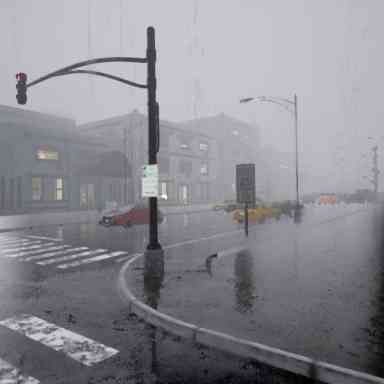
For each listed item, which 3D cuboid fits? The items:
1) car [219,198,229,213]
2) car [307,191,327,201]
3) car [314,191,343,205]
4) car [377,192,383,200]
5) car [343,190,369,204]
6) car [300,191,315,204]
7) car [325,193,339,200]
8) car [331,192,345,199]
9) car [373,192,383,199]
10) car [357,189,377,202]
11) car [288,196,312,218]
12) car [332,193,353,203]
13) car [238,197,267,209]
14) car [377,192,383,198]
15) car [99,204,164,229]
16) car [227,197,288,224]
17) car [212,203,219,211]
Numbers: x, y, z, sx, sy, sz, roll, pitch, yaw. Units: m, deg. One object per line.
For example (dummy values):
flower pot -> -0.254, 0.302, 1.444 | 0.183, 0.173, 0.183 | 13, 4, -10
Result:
car -> 4.850, 1.301, 32.275 | 1.994, 1.385, 4.181 | -1, 0, 36
car -> 23.549, 0.769, 62.419 | 2.192, 1.841, 5.009 | -1, 0, 36
car -> 19.246, 0.845, 46.662 | 2.097, 1.767, 4.553 | -1, 0, 35
car -> 33.579, 0.570, 61.968 | 2.192, 1.841, 5.009 | -1, 0, 36
car -> 22.874, 0.924, 46.469 | 1.837, 1.490, 4.892 | -1, 0, 36
car -> 16.339, 1.048, 47.937 | 2.128, 1.511, 4.902 | -1, 0, 36
car -> 30.056, 0.935, 71.372 | 1.802, 1.307, 4.206 | -1, 0, 36
car -> 33.307, 0.743, 75.847 | 1.967, 1.590, 4.097 | -1, 0, 36
car -> 40.085, 0.720, 70.921 | 1.947, 1.339, 4.313 | -1, 0, 36
car -> 26.970, 0.576, 52.181 | 2.150, 2.045, 5.566 | -1, 0, 36
car -> 7.565, 1.217, 26.158 | 2.008, 1.369, 4.403 | -1, 0, 36
car -> 24.493, 0.901, 53.885 | 2.128, 1.511, 4.902 | -1, 0, 36
car -> 7.293, 1.293, 40.038 | 1.802, 1.307, 4.206 | -1, 0, 36
car -> 43.163, 0.652, 75.145 | 1.887, 1.381, 4.507 | -1, 0, 36
car -> -3.672, 1.437, 20.551 | 1.994, 1.385, 4.181 | -1, 0, 36
car -> 4.413, 1.242, 21.819 | 1.752, 1.417, 4.829 | -1, 0, 36
car -> 3.940, 1.290, 35.423 | 1.752, 1.417, 4.829 | -1, 0, 36
